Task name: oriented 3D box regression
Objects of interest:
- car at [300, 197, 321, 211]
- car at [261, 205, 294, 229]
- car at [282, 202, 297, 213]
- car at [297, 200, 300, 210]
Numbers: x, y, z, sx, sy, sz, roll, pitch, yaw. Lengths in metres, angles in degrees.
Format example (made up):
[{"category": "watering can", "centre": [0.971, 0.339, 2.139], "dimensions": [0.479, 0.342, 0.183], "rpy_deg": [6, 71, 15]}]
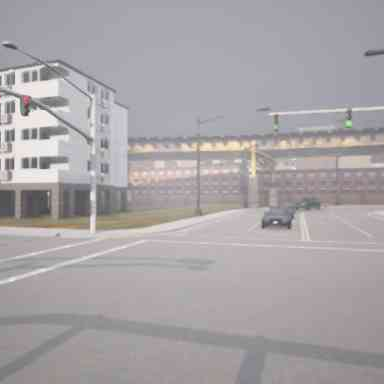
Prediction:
[{"category": "car", "centre": [18.208, 1.851, 52.292], "dimensions": [5.566, 2.045, 2.150], "rpy_deg": [1, -1, -43]}, {"category": "car", "centre": [6.190, 1.875, 24.197], "dimensions": [1.994, 1.385, 4.181], "rpy_deg": [0, -1, 18]}, {"category": "car", "centre": [9.274, 1.985, 33.712], "dimensions": [1.994, 1.385, 4.181], "rpy_deg": [0, -1, 18]}, {"category": "car", "centre": [12.548, 2.082, 43.581], "dimensions": [2.033, 1.411, 5.357], "rpy_deg": [0, -1, 22]}]
